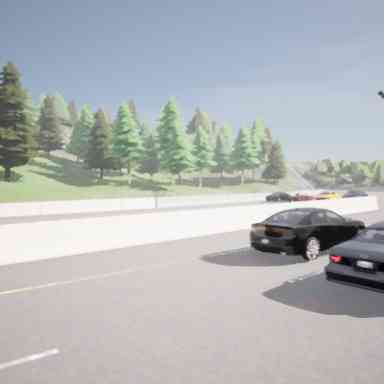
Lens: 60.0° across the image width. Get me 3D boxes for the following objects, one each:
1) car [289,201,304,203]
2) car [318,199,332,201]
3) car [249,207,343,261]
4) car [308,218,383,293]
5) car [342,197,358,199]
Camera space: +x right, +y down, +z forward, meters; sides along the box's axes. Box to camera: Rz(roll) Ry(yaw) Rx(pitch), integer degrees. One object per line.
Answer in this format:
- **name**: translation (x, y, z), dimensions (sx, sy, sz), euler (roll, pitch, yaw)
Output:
- **car**: translation (14.620, 0.789, 45.343), dimensions (1.895, 1.301, 4.718), euler (0, 1, 43)
- **car**: translation (17.640, 0.637, 43.449), dimensions (1.882, 1.535, 5.008), euler (0, 1, 43)
- **car**: translation (4.112, 1.267, 11.449), dimensions (5.008, 1.535, 1.882), euler (-2, 1, -38)
- **car**: translation (5.231, 1.362, 7.837), dimensions (5.357, 1.411, 2.033), euler (-2, 1, -38)
- **car**: translation (19.956, 0.502, 40.813), dimensions (2.097, 1.767, 4.553), euler (0, 1, 43)
